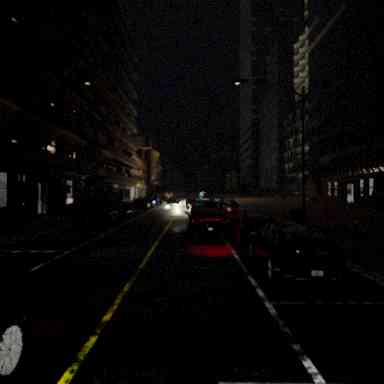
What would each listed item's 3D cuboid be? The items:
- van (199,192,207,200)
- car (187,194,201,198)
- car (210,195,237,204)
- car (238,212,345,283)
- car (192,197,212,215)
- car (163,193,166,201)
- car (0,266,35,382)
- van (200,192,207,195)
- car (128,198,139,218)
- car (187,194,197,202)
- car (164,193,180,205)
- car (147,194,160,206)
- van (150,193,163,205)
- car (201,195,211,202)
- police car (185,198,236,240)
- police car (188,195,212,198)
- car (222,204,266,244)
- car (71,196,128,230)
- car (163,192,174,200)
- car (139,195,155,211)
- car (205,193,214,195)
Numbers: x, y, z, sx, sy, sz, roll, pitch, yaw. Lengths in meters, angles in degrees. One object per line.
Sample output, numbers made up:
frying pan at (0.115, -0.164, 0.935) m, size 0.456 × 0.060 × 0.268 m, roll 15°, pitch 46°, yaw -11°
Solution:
van at (2.695, 0.921, 81.736) m, size 1.690 × 1.788 × 3.998 m, roll 1°, pitch 0°, yaw 0°
car at (-0.005, 1.331, 51.841) m, size 1.895 × 1.301 × 4.718 m, roll 0°, pitch 0°, yaw 0°
car at (2.700, 1.303, 26.039) m, size 1.967 × 1.590 × 4.097 m, roll 1°, pitch 0°, yaw 0°
car at (2.701, 1.501, 9.332) m, size 2.008 × 1.369 × 4.403 m, roll 1°, pitch 0°, yaw 0°
car at (0.896, 1.334, 32.587) m, size 1.837 × 1.490 × 4.892 m, roll 0°, pitch 0°, yaw 0°
car at (-5.684, 1.246, 53.718) m, size 1.752 × 1.417 × 4.829 m, roll 1°, pitch 0°, yaw 0°
car at (-3.101, 1.463, 2.536) m, size 1.882 × 1.535 × 5.008 m, roll 0°, pitch 0°, yaw 0°
van at (2.699, 1.061, 53.888) m, size 1.690 × 1.788 × 3.998 m, roll 1°, pitch 0°, yaw 0°
car at (-5.682, 1.407, 26.040) m, size 1.887 × 1.381 × 4.507 m, roll 1°, pitch 0°, yaw 0°
car at (-0.007, 1.147, 63.997) m, size 1.882 × 1.535 × 5.008 m, roll 0°, pitch 0°, yaw 0°
car at (-3.029, 1.323, 53.508) m, size 1.895 × 1.301 × 4.718 m, roll 0°, pitch 0°, yaw 0°
car at (-5.684, 1.327, 42.749) m, size 2.008 × 1.369 × 4.403 m, roll 1°, pitch 0°, yaw 0°
van at (-5.681, 1.089, 48.318) m, size 1.690 × 1.788 × 3.998 m, roll 1°, pitch 0°, yaw 0°
car at (2.694, 1.246, 65.027) m, size 1.802 × 1.307 × 4.206 m, roll 1°, pitch 0°, yaw 0°
police car at (0.683, 1.336, 16.682) m, size 1.930 × 1.638 × 5.238 m, roll 0°, pitch 0°, yaw -3°
police car at (0.830, 1.284, 26.684) m, size 1.930 × 1.638 × 5.238 m, roll 0°, pitch 0°, yaw -1°
car at (2.700, 1.472, 14.900) m, size 2.008 × 1.369 × 4.403 m, roll 1°, pitch 0°, yaw 0°
car at (-5.677, 1.206, 20.469) m, size 2.192 × 1.841 × 5.009 m, roll 1°, pitch 0°, yaw 0°
car at (-5.685, 0.895, 81.735) m, size 2.192 × 1.841 × 5.009 m, roll 1°, pitch 0°, yaw 0°
car at (-5.683, 1.371, 37.179) m, size 1.947 × 1.339 × 4.313 m, roll 1°, pitch 0°, yaw 0°
car at (2.699, 1.245, 37.179) m, size 1.967 × 1.590 × 4.097 m, roll 1°, pitch 0°, yaw 0°
